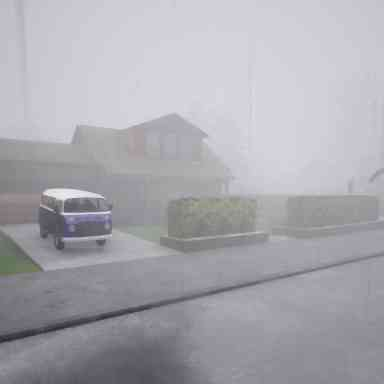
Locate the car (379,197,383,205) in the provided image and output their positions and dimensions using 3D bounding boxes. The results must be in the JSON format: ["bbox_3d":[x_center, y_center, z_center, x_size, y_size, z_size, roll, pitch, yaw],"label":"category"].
[{"bbox_3d":[24.678,0.985,41.429,3.866,1.878,1.905,0,0,0],"label":"car"}]
